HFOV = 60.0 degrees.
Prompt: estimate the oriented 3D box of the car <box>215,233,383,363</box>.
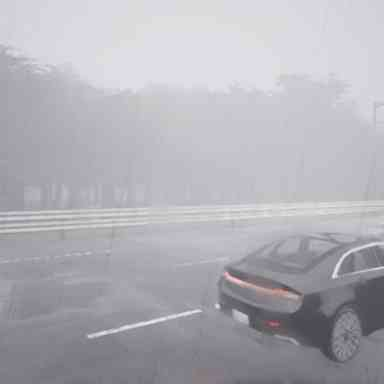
[{"bbox_3d":[2.688,1.478,5.835,4.902,1.511,2.128,0,0,-33],"label":"car"}]
